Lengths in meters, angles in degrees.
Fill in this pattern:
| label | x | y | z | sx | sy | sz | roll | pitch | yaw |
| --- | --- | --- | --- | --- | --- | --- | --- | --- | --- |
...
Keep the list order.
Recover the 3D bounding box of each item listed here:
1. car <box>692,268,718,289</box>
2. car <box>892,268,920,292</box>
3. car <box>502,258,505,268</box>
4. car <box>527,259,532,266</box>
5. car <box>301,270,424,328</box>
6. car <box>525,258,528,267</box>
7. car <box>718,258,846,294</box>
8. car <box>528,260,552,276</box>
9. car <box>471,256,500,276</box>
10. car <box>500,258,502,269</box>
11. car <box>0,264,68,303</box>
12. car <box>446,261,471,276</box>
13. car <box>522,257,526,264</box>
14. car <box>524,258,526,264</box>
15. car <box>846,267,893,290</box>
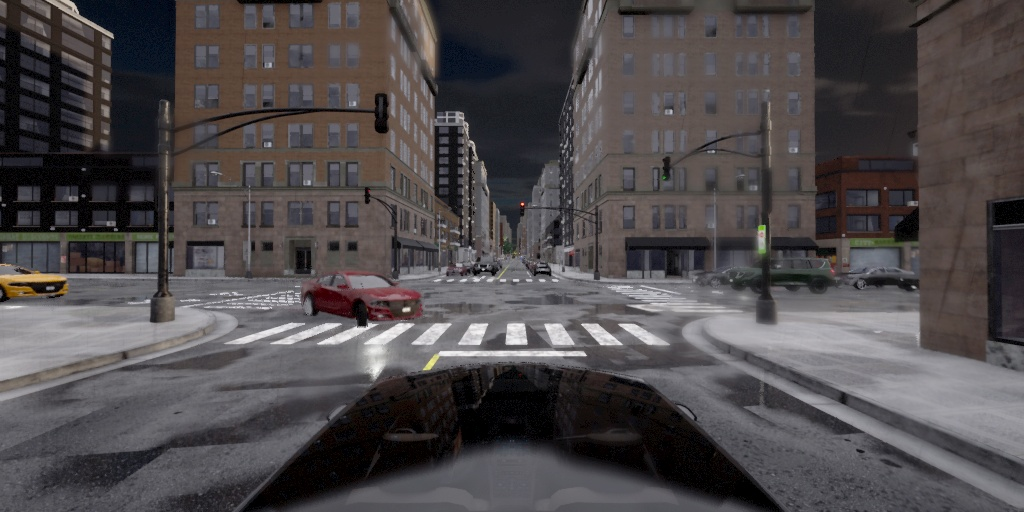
| label | x | y | z | sx | sy | sz | roll | pitch | yaw |
| --- | --- | --- | --- | --- | --- | --- | --- | --- | --- |
| car | 14.833 | 1.401 | 24.260 | 4.902 | 1.511 | 2.128 | 0 | -1 | 2 |
| car | 25.724 | 1.550 | 20.943 | 4.718 | 1.301 | 1.895 | 0 | -1 | 0 |
| car | -2.502 | 1.352 | 58.192 | 1.895 | 1.301 | 4.718 | 0 | 0 | 1 |
| car | 3.048 | 1.297 | 41.769 | 1.888 | 1.381 | 4.507 | 0 | 0 | 1 |
| car | -4.920 | 1.226 | 11.584 | 5.008 | 1.535 | 1.882 | 0 | -1 | 38 |
| car | 3.118 | 1.302 | 47.299 | 2.007 | 1.370 | 4.403 | 0 | 0 | 1 |
| car | 15.622 | 1.105 | 21.013 | 5.566 | 2.045 | 2.150 | 0 | -1 | 0 |
| car | 2.979 | 1.318 | 36.238 | 1.948 | 1.339 | 4.313 | 0 | 0 | 1 |
| car | -2.770 | 0.976 | 37.848 | 2.150 | 2.045 | 5.566 | 0 | 0 | 1 |
| car | -2.643 | 1.257 | 47.936 | 1.837 | 1.490 | 4.892 | 0 | 0 | 1 |
| car | -21.213 | 1.034 | 14.556 | 5.008 | 1.535 | 1.882 | 0 | -1 | 0 |
| car | -5.547 | 1.335 | 36.342 | 1.802 | 1.307 | 4.207 | 0 | 0 | 1 |
| car | 3.328 | 1.315 | 63.890 | 1.948 | 1.339 | 4.313 | 0 | 0 | 1 |
| car | 3.188 | 1.296 | 52.829 | 1.888 | 1.381 | 4.507 | 0 | 0 | 1 |
| car | 24.238 | 1.463 | 24.200 | 4.902 | 1.511 | 2.128 | 0 | -1 | 0 |
